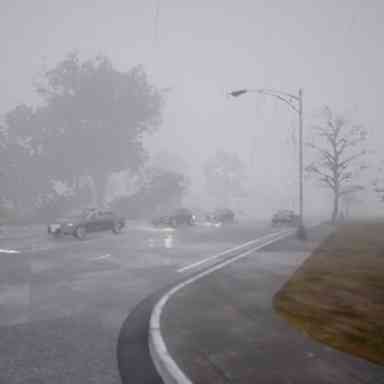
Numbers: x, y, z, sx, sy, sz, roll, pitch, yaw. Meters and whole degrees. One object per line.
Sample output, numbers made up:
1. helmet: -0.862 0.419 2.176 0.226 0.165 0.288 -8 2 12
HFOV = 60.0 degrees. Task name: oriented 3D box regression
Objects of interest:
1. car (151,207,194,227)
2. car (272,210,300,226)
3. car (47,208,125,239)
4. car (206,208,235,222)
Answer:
1. car: -1.492 2.001 27.104 1.837 1.490 4.892 0 -3 27
2. car: 9.095 2.462 32.108 2.033 1.411 5.357 0 -3 27
3. car: -5.758 1.673 18.668 2.128 1.511 4.902 0 -1 27
4. car: 3.145 2.486 36.270 2.128 1.511 4.902 0 -3 27
